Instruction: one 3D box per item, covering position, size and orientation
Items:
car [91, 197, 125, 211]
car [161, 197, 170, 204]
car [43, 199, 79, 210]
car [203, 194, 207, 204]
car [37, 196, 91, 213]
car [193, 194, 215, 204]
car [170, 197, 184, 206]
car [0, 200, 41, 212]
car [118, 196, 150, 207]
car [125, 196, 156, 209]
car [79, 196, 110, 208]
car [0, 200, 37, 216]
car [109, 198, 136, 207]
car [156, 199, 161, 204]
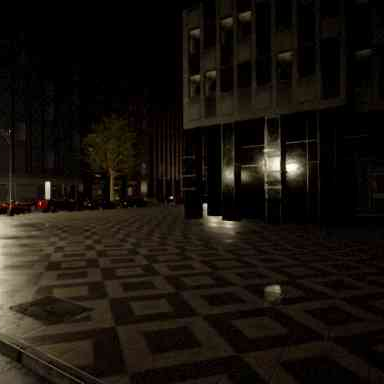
[{"bbox_3d":[-10.579,1.522,39.836,1.947,1.339,4.313,-1,0,35],"label":"car"},{"bbox_3d":[-4.745,1.570,63.238,1.947,1.339,4.313,-1,0,35],"label":"car"},{"bbox_3d":[-17.585,1.638,44.691,1.802,1.307,4.206,-1,0,35],"label":"car"},{"bbox_3d":[2.258,1.219,58.381,2.192,1.841,5.009,-1,0,35],"label":"car"},{"bbox_3d":[-13.790,1.287,35.201,2.192,1.841,5.009,-1,0,35],"label":"car"},{"bbox_3d":[2.339,1.281,63.027,2.097,1.767,4.553,-1,0,35],"label":"car"},{"bbox_3d":[-0.950,1.459,53.744,1.887,1.381,4.507,-1,0,35],"label":"car"},{"bbox_3d":[-20.795,1.638,40.055,1.947,1.339,4.313,-1,0,35],"label":"car"},{"bbox_3d":[-9.010,1.472,52.200,1.882,1.535,5.008,-1,0,35],"label":"car"},{"bbox_3d":[-7.369,1.506,44.471,1.947,1.339,4.313,-1,0,35],"label":"car"},{"bbox_3d":[-14.377,1.480,49.328,1.967,1.590,4.097,-1,0,35],"label":"car"},{"bbox_3d":[-16.998,1.573,30.563,1.802,1.307,4.206,-1,0,35],"label":"car"},{"bbox_3d":[-11.165,1.609,53.965,1.802,1.307,4.206,-1,0,35],"label":"car"},{"bbox_3d":[-8.052,1.541,58.461,1.752,1.417,4.829,-1,0,35],"label":"car"}]
